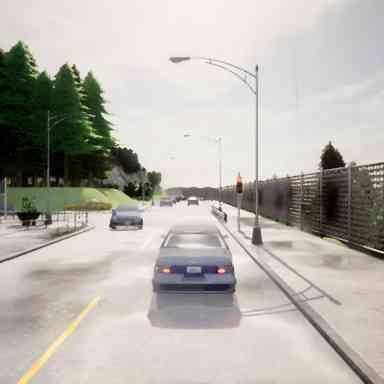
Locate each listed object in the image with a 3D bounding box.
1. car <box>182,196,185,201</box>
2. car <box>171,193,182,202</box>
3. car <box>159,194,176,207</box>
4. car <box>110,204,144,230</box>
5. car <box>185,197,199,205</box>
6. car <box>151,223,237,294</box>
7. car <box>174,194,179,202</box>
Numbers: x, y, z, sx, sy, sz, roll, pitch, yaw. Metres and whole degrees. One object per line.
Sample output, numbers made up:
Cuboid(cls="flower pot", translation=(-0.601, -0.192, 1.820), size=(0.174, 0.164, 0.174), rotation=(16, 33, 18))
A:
Cuboid(cls="car", translation=(-3.646, 1.533, 86.777), size=(5.357, 1.411, 2.033), rotation=(0, 0, 40))
Cuboid(cls="car", translation=(-3.868, 1.219, 72.788), size=(2.150, 2.045, 5.566), rotation=(0, 0, 0))
Cuboid(cls="car", translation=(-3.997, 1.501, 52.486), size=(1.837, 1.490, 4.892), rotation=(0, 0, 0))
Cuboid(cls="car", translation=(-4.122, 1.524, 21.503), size=(1.812, 1.442, 4.674), rotation=(1, 0, -10))
Cuboid(cls="car", translation=(0.207, 1.543, 56.948), size=(2.033, 1.411, 5.357), rotation=(0, 0, 0))
Cuboid(cls="car", translation=(0.063, 1.547, 8.936), size=(2.033, 1.411, 5.357), rotation=(0, 0, 1))
Cuboid(cls="car", translation=(-3.949, 1.521, 62.383), size=(1.812, 1.442, 4.674), rotation=(0, 0, 1))
